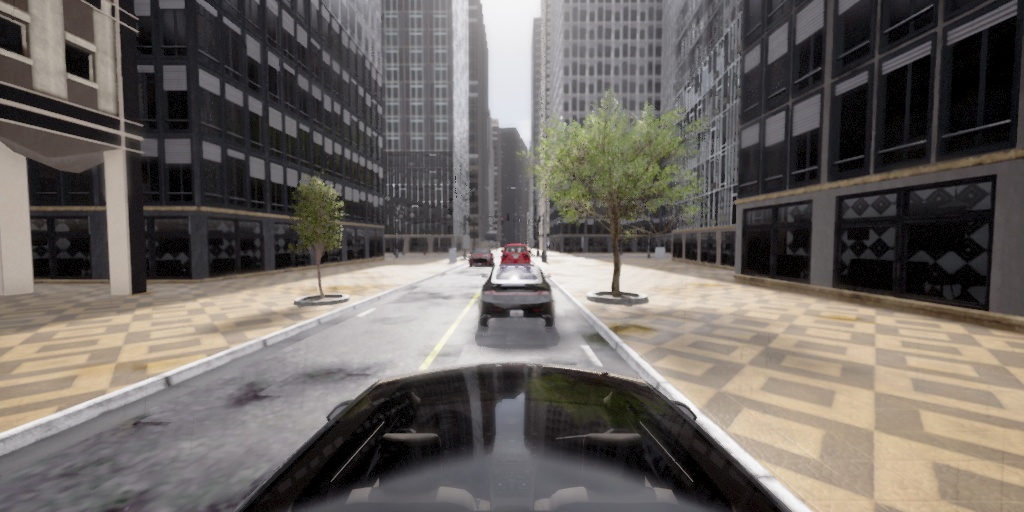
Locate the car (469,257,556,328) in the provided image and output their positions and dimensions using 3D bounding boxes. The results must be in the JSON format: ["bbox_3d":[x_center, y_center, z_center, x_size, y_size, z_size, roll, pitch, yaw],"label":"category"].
[{"bbox_3d":[0.133,0.956,10.226,2.128,1.511,4.902,0,2,1],"label":"car"}]

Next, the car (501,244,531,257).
[{"bbox_3d":[0.297,0.094,28.036,2.150,2.045,5.566,0,2,1],"label":"car"}]

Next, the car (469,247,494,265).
[{"bbox_3d":[-2.820,0.036,33.806,2.097,1.767,4.553,0,2,1],"label":"car"}]
